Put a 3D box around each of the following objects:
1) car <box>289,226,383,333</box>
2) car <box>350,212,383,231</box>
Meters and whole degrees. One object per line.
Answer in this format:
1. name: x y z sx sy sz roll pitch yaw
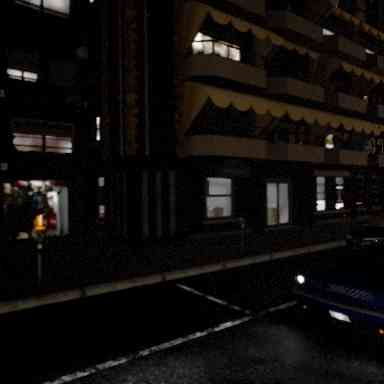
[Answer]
1. car: 3.990 1.520 6.289 4.718 1.301 1.895 -1 0 -36
2. car: 7.180 1.401 11.815 4.403 1.369 2.008 -1 0 -36
